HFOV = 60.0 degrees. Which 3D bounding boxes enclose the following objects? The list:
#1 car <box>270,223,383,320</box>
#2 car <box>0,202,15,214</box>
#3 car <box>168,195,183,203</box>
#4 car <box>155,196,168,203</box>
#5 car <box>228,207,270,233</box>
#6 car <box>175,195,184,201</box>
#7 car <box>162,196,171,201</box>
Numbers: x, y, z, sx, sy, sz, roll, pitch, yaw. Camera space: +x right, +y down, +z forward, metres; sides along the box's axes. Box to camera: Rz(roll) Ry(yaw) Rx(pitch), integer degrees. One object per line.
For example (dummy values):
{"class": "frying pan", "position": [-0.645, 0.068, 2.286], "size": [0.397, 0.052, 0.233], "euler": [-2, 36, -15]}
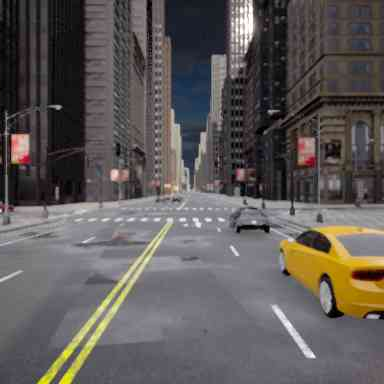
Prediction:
{"class": "car", "position": [3.349, 1.487, 7.449], "size": [1.882, 1.535, 5.008], "euler": [0, -1, 0]}
{"class": "car", "position": [-23.981, 1.878, 40.332], "size": [4.507, 1.381, 1.887], "euler": [-1, 1, 0]}
{"class": "car", "position": [-3.249, 1.595, 69.413], "size": [2.033, 1.411, 5.357], "euler": [0, 0, 0]}
{"class": "car", "position": [-6.500, 1.580, 69.412], "size": [1.812, 1.442, 4.674], "euler": [0, 0, 0]}
{"class": "car", "position": [3.351, 1.588, 19.966], "size": [1.994, 1.385, 4.181], "euler": [0, 0, 0]}
{"class": "car", "position": [-3.250, 1.563, 85.012], "size": [2.128, 1.511, 4.902], "euler": [0, 0, 0]}
{"class": "car", "position": [-6.500, 1.633, 84.982], "size": [1.895, 1.301, 4.718], "euler": [0, 0, 0]}
